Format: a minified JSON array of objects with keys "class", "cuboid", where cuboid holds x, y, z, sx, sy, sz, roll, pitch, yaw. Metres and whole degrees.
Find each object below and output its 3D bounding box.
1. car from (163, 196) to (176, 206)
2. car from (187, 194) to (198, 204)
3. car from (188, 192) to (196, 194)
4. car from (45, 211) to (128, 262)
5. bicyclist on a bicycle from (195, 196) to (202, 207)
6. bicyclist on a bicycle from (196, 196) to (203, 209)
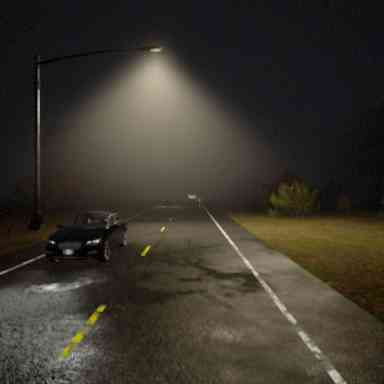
[{"class":"car","cuboid":[-3.574,1.398,53.043,1.882,1.535,5.008,0,0,0]},{"class":"car","cuboid":[0.056,1.504,59.926,1.895,1.301,4.718,0,0,0]},{"class":"car","cuboid":[-0.003,1.085,74.887,2.150,2.045,5.566,0,0,0]},{"class":"car","cuboid":[-3.600,1.484,12.133,2.128,1.511,4.902,0,0,0]},{"class":"bicyclist on a bicycle","cuboid":[0.956,1.366,49.208,0.866,1.612,1.509,0,0,0]},{"class":"bicyclist on a bicycle","cuboid":[0.951,1.384,41.033,0.866,1.612,1.509,0,2,0]}]
